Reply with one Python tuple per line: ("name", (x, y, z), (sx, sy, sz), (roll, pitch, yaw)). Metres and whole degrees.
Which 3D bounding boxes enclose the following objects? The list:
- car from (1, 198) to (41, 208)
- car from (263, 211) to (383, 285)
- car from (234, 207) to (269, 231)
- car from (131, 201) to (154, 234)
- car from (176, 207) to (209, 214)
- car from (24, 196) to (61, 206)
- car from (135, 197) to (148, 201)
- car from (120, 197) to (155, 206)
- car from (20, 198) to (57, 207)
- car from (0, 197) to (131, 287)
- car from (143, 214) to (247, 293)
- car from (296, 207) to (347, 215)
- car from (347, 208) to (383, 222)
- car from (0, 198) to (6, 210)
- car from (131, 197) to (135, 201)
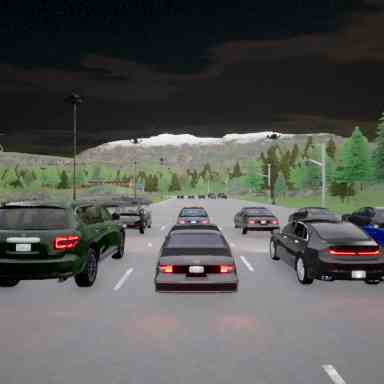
("car", (-23.852, 1.526, 46.481), (4.674, 1.442, 1.812), (0, 0, -1))
("car", (3.562, 1.505, 9.513), (1.837, 1.490, 4.892), (0, 0, 0))
("car", (3.553, 1.547, 19.009), (2.033, 1.411, 5.357), (0, 0, 0))
("car", (-3.446, 1.492, 19.199), (2.128, 1.511, 4.902), (0, 0, 0))
("car", (0.059, 1.547, 19.028), (2.033, 1.411, 5.357), (0, 0, 0))
("car", (-23.971, 1.492, 53.481), (4.902, 1.511, 2.128), (0, 0, 0))
("car", (-9.302, 1.507, 47.898), (4.892, 1.490, 1.837), (-1, 1, -16))
("car", (-9.121, 1.548, 55.621), (5.357, 1.411, 2.033), (0, 0, -31))
("car", (-22.991, 1.601, 49.986), (4.718, 1.301, 1.895), (0, 0, -1))
("car", (-3.424, 1.221, 9.452), (2.150, 2.045, 5.566), (0, 0, 0))
("car", (0.080, 1.547, 8.962), (2.033, 1.411, 5.357), (0, 0, 0))
("car", (7.053, 1.564, 19.424), (1.994, 1.385, 4.181), (0, 0, 0))
("car", (7.077, 1.478, 10.440), (1.882, 1.535, 5.008), (0, 0, 0))
("car", (-27.016, 1.491, 42.948), (4.902, 1.511, 2.128), (0, 0, -1))
("car", (-10.330, 1.493, 43.899), (4.902, 1.511, 2.128), (0, 0, -12))
